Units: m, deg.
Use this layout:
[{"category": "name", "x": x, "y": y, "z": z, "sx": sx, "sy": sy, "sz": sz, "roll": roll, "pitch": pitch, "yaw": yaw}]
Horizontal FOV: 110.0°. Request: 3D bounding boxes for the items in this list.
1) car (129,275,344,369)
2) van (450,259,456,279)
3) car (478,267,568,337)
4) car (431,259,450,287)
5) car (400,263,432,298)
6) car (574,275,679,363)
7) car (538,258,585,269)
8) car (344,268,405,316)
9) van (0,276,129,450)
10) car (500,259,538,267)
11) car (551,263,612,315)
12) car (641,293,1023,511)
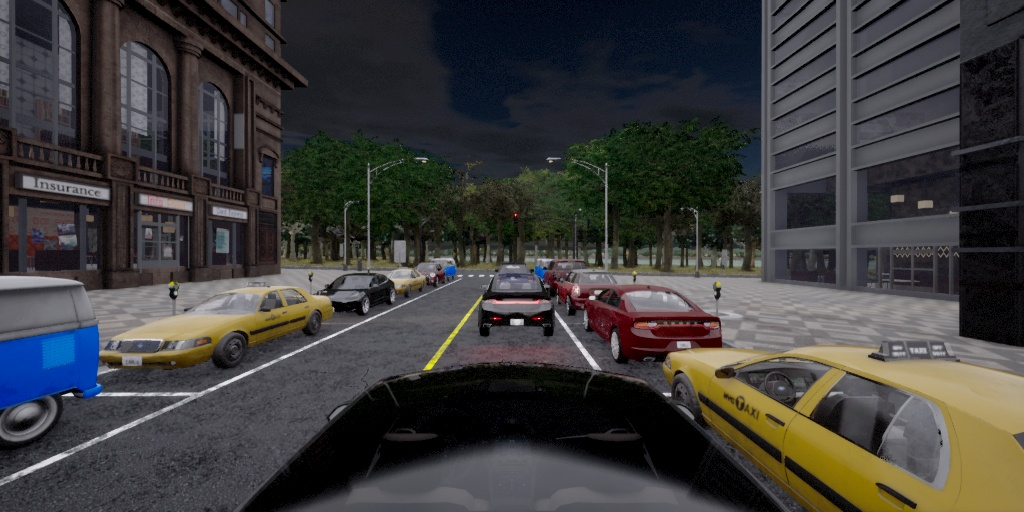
[{"category": "car", "x": -5.754, "y": 1.275, "z": 7.845, "sx": 1.751, "sy": 1.417, "sz": 4.829, "roll": 0, "pitch": 0, "yaw": 0}, {"category": "van", "x": -5.719, "y": 1.094, "z": 29.765, "sx": 1.690, "sy": 1.789, "sz": 3.998, "roll": 0, "pitch": 0, "yaw": 0}, {"category": "car", "x": 0.114, "y": 1.242, "z": 10.316, "sx": 2.128, "sy": 1.511, "sz": 4.902, "roll": 0, "pitch": 0, "yaw": 0}, {"category": "car", "x": -5.728, "y": 1.192, "z": 24.327, "sx": 1.967, "sy": 1.591, "sz": 4.097, "roll": 0, "pitch": 0, "yaw": 0}, {"category": "car", "x": -5.737, "y": 1.277, "z": 18.720, "sx": 1.751, "sy": 1.417, "sz": 4.829, "roll": 0, "pitch": 0, "yaw": 0}, {"category": "car", "x": 2.772, "y": 1.295, "z": 8.002, "sx": 1.888, "sy": 1.381, "sz": 4.507, "roll": 0, "pitch": 0, "yaw": 0}, {"category": "car", "x": 2.789, "y": 1.066, "z": 18.877, "sx": 2.192, "sy": 1.841, "sz": 5.009, "roll": 0, "pitch": 0, "yaw": 0}, {"category": "car", "x": -5.745, "y": 1.316, "z": 13.452, "sx": 1.948, "sy": 1.339, "sz": 4.313, "roll": 0, "pitch": 0, "yaw": 0}, {"category": "van", "x": -5.762, "y": 1.091, "z": 2.578, "sx": 1.690, "sy": 1.789, "sz": 3.998, "roll": 0, "pitch": 0, "yaw": 0}, {"category": "car", "x": 0.128, "y": 1.103, "z": 19.281, "sx": 2.097, "sy": 1.767, "sz": 4.553, "roll": 0, "pitch": 0, "yaw": 1}, {"category": "car", "x": 2.780, "y": 1.190, "z": 13.439, "sx": 1.967, "sy": 1.591, "sz": 4.097, "roll": 0, "pitch": 0, "yaw": 0}, {"category": "car", "x": 2.763, "y": 1.275, "z": 2.734, "sx": 1.751, "sy": 1.417, "sz": 4.829, "roll": 0, "pitch": 0, "yaw": 0}]
